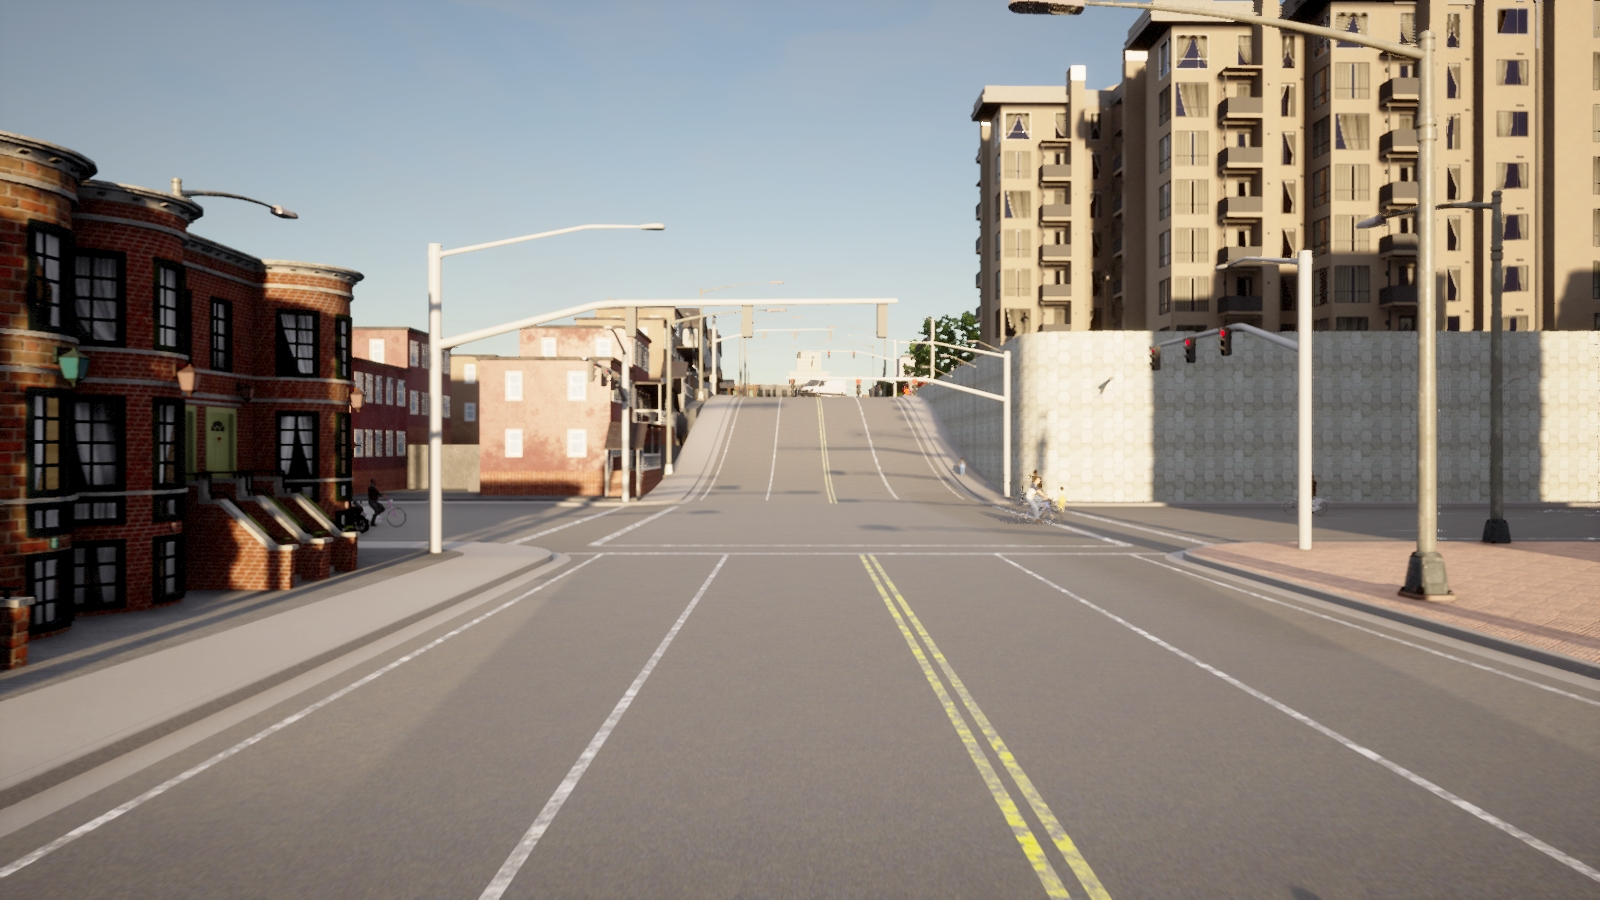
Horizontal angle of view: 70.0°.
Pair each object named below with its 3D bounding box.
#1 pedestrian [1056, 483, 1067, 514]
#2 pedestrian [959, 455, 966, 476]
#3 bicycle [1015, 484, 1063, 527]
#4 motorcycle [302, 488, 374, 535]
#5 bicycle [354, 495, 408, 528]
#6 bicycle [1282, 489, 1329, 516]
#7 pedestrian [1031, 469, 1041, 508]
[{"bbox_3d":[11.270,2.096,49.229,0.375,1.300,0.375,0,0,-1],"label":"pedestrian"},{"bbox_3d":[10.121,0.988,71.082,0.375,1.300,0.375,0,0,1],"label":"pedestrian"},{"bbox_3d":[8.763,2.016,41.901,1.643,1.521,0.373,0,-2,20],"label":"bicycle"},{"bbox_3d":[-15.154,2.008,37.520,2.033,1.505,0.803,0,0,0],"label":"motorcycle"},{"bbox_3d":[-15.033,2.206,41.024,1.835,1.126,0.329,0,0,0],"label":"bicycle"},{"bbox_3d":[21.187,2.202,47.900,1.835,1.126,0.329,0,0,0],"label":"bicycle"},{"bbox_3d":[11.148,1.813,53.983,0.375,1.860,0.375,0,0,-6],"label":"pedestrian"}]
